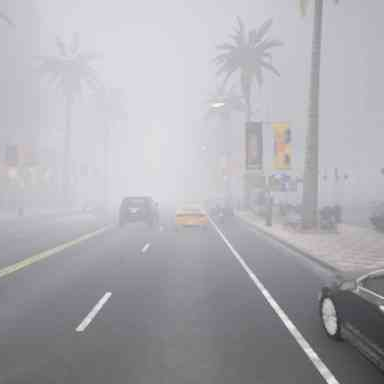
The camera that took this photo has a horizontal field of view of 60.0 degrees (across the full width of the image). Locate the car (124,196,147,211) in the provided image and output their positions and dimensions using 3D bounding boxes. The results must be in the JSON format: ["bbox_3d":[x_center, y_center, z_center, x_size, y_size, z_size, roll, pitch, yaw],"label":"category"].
[{"bbox_3d":[-7.314,1.476,43.457,2.097,1.767,4.553,0,0,1],"label":"car"}]

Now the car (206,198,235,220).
[{"bbox_3d":[2.848,1.435,32.989,2.185,1.767,4.553,0,0,0],"label":"car"}]

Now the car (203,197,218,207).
[{"bbox_3d":[3.032,1.650,54.920,2.161,1.482,4.786,0,0,0],"label":"car"}]

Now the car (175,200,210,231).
[{"bbox_3d":[-0.083,1.533,21.175,1.882,1.535,5.008,0,0,0],"label":"car"}]

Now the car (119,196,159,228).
[{"bbox_3d":[-3.595,1.288,23.164,2.150,2.045,5.566,0,0,0],"label":"car"}]

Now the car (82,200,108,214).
[{"bbox_3d":[-10.836,1.609,37.293,2.128,1.511,4.902,0,0,0],"label":"car"}]

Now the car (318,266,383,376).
[{"bbox_3d":[3.004,1.485,3.615,2.231,1.521,4.892,0,0,0],"label":"car"}]
